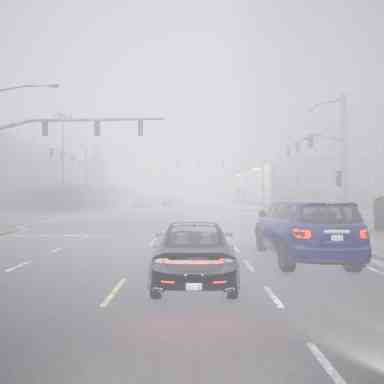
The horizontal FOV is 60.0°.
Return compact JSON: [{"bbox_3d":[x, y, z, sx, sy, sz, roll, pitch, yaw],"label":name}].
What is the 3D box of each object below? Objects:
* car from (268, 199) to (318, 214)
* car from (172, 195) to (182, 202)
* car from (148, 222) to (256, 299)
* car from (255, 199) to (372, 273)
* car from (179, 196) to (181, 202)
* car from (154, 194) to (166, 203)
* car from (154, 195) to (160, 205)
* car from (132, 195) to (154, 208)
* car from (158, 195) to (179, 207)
[{"bbox_3d":[10.829,1.547,35.960,4.902,1.511,2.128,0,0,5],"label":"car"},{"bbox_3d":[-3.533,1.535,79.404,2.033,1.411,5.357,0,0,0],"label":"car"},{"bbox_3d":[0.053,1.492,8.417,2.128,1.511,4.902,0,0,0],"label":"car"},{"bbox_3d":[3.567,1.221,10.862,2.150,2.045,5.566,0,0,0],"label":"car"},{"bbox_3d":[-3.580,1.502,64.041,1.837,1.490,4.892,0,1,0],"label":"car"},{"bbox_3d":[-7.030,1.355,73.005,2.097,1.767,4.553,0,0,0],"label":"car"},{"bbox_3d":[-7.103,1.353,58.194,2.097,1.767,4.553,0,0,0],"label":"car"},{"bbox_3d":[-7.165,1.352,47.291,2.097,1.767,4.553,0,0,2],"label":"car"},{"bbox_3d":[-3.608,1.547,51.909,2.033,1.411,5.357,0,0,0],"label":"car"}]
